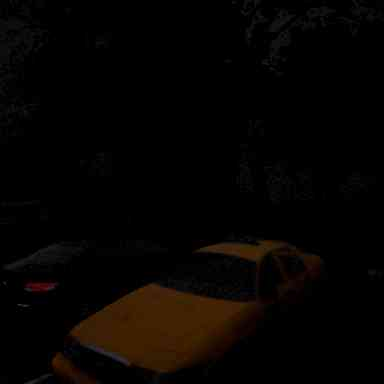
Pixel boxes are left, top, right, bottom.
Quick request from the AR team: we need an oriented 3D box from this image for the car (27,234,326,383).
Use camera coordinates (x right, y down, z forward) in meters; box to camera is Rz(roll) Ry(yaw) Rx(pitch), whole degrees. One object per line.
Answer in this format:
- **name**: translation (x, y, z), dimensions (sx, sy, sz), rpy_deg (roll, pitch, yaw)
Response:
- **car**: translation (0.628, 1.478, 5.140), dimensions (1.946, 1.575, 5.366), rpy_deg (0, 0, 36)

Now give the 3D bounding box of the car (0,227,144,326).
- **car**: translation (-1.532, 1.523, 6.907), dimensions (2.002, 1.452, 4.674), rpy_deg (0, 0, 36)

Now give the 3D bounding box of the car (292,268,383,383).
- **car**: translation (3.001, 1.480, 3.669), dimensions (2.097, 1.535, 5.008), rpy_deg (0, 0, 36)

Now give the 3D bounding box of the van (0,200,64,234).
- **van**: translation (-5.998, 1.260, 10.242), dimensions (1.878, 1.987, 4.442), rpy_deg (0, 0, 36)
